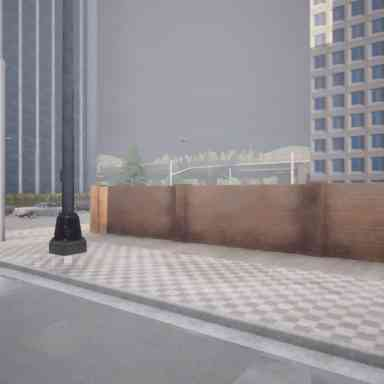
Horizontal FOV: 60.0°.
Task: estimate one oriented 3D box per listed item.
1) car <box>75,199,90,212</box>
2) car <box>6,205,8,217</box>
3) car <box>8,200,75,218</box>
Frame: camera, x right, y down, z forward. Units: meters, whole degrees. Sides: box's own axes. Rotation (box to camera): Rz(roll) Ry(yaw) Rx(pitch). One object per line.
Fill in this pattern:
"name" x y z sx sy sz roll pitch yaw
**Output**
"car" -12.415 1.547 37.483 2.033 1.411 5.357 0 0 35
"car" -18.224 1.547 29.252 2.033 1.411 5.357 0 0 32
"car" -13.420 1.601 29.947 1.895 1.301 4.718 0 0 35
